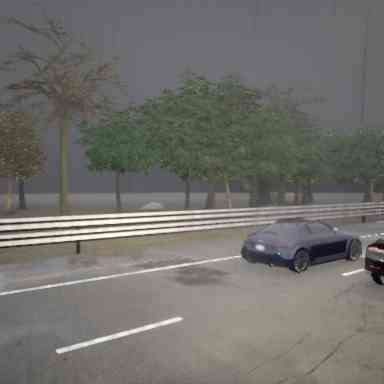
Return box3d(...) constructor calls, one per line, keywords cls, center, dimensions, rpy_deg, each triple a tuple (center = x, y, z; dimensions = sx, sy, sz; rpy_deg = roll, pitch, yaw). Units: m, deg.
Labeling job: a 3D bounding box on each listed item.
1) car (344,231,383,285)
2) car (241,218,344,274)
box3d(cls="car", center=(6.134, 1.462, 8.120), dimensions=(4.902, 1.511, 2.128), rpy_deg=(0, 0, -35))
box3d(cls="car", center=(3.561, 1.537, 10.582), dimensions=(4.181, 1.385, 1.994), rpy_deg=(0, 0, -35))
